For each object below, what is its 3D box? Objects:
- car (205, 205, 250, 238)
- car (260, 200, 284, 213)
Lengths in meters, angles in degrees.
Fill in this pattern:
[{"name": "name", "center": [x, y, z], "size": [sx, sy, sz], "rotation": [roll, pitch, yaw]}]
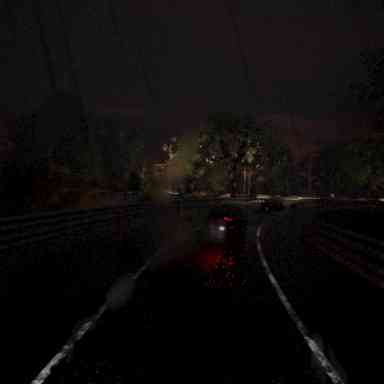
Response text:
[{"name": "car", "center": [1.893, 1.451, 17.606], "size": [1.837, 1.490, 4.892], "rotation": [1, 0, 13]}, {"name": "car", "center": [9.230, 1.606, 38.266], "size": [1.812, 1.442, 4.674], "rotation": [2, 0, 28]}]
